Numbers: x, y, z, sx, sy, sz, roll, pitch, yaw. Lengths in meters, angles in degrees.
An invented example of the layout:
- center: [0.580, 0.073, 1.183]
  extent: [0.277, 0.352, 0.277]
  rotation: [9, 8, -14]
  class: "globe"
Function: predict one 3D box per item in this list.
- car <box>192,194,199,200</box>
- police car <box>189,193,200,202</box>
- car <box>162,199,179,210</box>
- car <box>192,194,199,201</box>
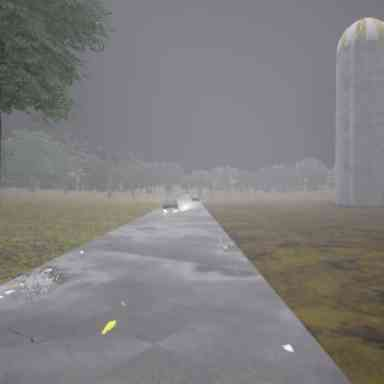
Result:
- center: [0.827, 1.453, 92.052]
  extent: [1.882, 1.535, 5.008]
  rotation: [0, 0, 0]
  class: "car"
- center: [0.826, 1.437, 76.160]
  extent: [1.930, 1.638, 5.238]
  rotation: [0, 0, 0]
  class: "police car"
- center: [-2.830, 1.599, 44.174]
  extent: [1.994, 1.385, 4.181]
  rotation: [0, 0, 0]
  class: "car"
- center: [0.827, 1.445, 86.240]
  extent: [1.801, 1.575, 5.366]
  rotation: [0, 0, 0]
  class: "car"
